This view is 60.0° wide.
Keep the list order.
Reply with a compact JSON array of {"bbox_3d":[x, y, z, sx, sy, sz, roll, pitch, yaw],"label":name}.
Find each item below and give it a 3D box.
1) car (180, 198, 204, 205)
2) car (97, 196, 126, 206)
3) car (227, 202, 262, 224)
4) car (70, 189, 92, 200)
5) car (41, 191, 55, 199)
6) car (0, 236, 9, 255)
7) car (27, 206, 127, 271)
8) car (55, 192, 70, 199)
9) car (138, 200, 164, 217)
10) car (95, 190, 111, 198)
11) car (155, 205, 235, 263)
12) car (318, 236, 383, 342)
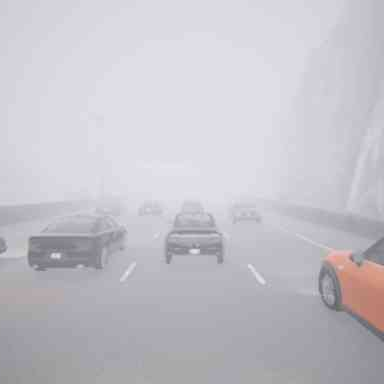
[{"bbox_3d":[0.014,1.283,28.424,2.128,1.511,4.902,0,1,0],"label":"car"},{"bbox_3d":[-6.987,1.364,28.967,1.994,1.385,4.181,0,1,0],"label":"car"},{"bbox_3d":[3.528,1.389,23.250,2.033,1.411,5.357,0,1,0],"label":"car"},{"bbox_3d":[-21.201,0.368,64.793,2.150,2.045,5.566,0,2,0],"label":"car"},{"bbox_3d":[-28.204,0.596,66.200,1.882,1.535,5.008,0,1,0],"label":"car"},{"bbox_3d":[-6.924,1.531,8.435,2.033,1.411,5.357,0,0,0],"label":"car"},{"bbox_3d":[-3.432,1.440,10.860,1.882,1.535,5.008,0,0,0],"label":"car"},{"bbox_3d":[-24.704,0.650,66.213,2.033,1.411,5.357,0,1,0],"label":"car"},{"bbox_3d":[-3.487,1.357,28.879,1.994,1.385,4.181,0,1,0],"label":"car"},{"bbox_3d":[-17.705,0.448,66.304,2.097,1.767,4.553,0,1,0],"label":"car"},{"bbox_3d":[0.066,1.441,11.763,2.128,1.511,4.902,0,0,0],"label":"car"},{"bbox_3d":[3.574,1.329,4.830,2.097,1.767,4.553,0,0,0],"label":"car"}]
